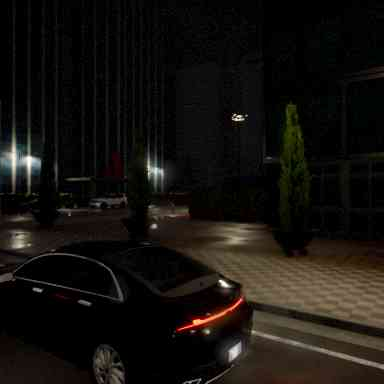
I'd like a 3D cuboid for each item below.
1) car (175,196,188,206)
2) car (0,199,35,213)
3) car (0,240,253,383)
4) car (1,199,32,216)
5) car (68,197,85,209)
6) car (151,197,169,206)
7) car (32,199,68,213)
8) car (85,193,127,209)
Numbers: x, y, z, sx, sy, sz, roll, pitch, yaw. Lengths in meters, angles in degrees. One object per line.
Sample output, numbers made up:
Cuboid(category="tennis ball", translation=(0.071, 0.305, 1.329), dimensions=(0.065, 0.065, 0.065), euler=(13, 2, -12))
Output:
Cuboid(category="car", translation=(-0.740, 1.477, 54.298), dimensions=(1.882, 1.535, 5.008), euler=(0, 0, 35))
Cuboid(category="car", translation=(-21.028, 1.547, 37.921), dimensions=(2.033, 1.411, 5.357), euler=(0, 0, 35))
Cuboid(category="car", translation=(-1.496, 1.505, 5.070), dimensions=(4.892, 1.490, 1.837), euler=(0, 0, 36))
Cuboid(category="car", translation=(-17.625, 1.601, 30.232), dimensions=(1.895, 1.301, 4.718), euler=(0, 0, 35))
Cuboid(category="car", translation=(-15.381, 1.505, 45.966), dimensions=(1.837, 1.490, 4.892), euler=(0, 0, 35))
Cuboid(category="car", translation=(-5.562, 1.564, 53.835), dimensions=(1.994, 1.385, 4.181), euler=(0, 0, 35))
Cuboid(category="car", translation=(-17.080, 1.491, 37.459), dimensions=(2.128, 1.511, 4.902), euler=(0, 0, 35))
Cuboid(category="car", translation=(-11.363, 1.221, 45.597), dimensions=(2.150, 2.045, 5.566), euler=(0, 0, 35))
